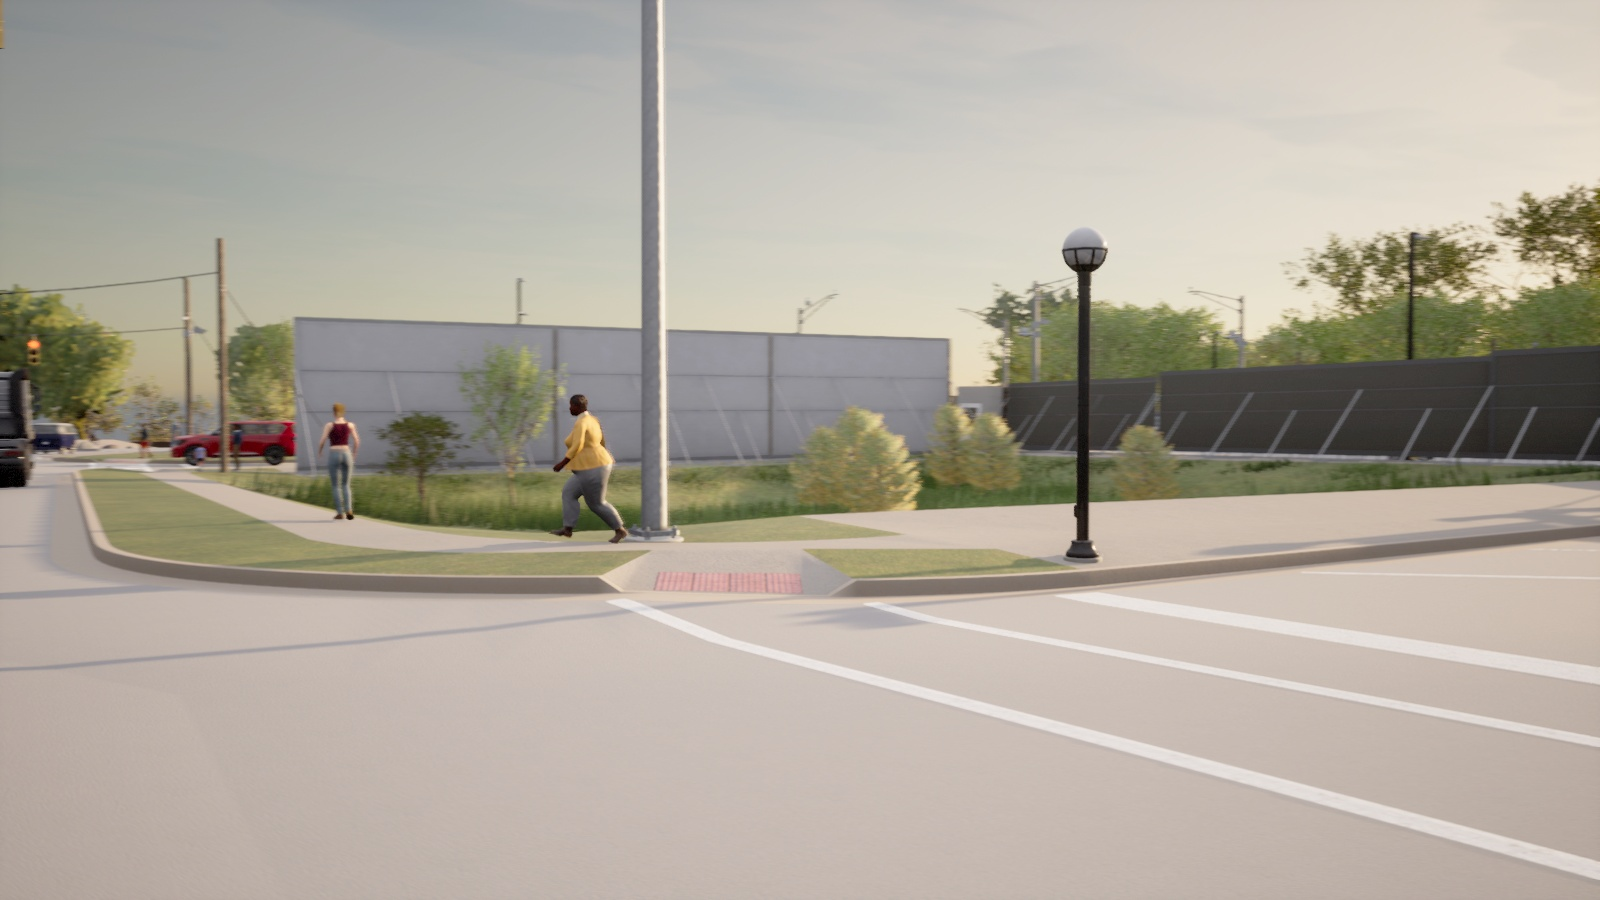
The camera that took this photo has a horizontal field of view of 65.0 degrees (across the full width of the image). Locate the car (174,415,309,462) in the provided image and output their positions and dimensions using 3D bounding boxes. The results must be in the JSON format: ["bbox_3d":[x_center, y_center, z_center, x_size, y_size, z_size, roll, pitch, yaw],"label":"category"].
[{"bbox_3d":[-25.609,-0.526,57.734,5.566,2.045,2.150,0,2,-24],"label":"car"}]

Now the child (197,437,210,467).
[{"bbox_3d":[-21.862,0.071,46.047,0.255,1.110,0.394,0,2,2],"label":"child"}]

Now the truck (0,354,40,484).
[{"bbox_3d":[-23.868,-0.899,36.490,2.891,3.462,7.936,-1,2,-30],"label":"truck"}]

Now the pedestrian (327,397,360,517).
[{"bbox_3d":[-7.103,0.097,19.519,0.345,1.836,0.594,-1,2,-33],"label":"pedestrian"}]

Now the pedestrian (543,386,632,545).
[{"bbox_3d":[-2.558,0.166,15.190,0.900,1.855,0.874,0,2,2],"label":"pedestrian"}]

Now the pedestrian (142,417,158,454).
[{"bbox_3d":[-32.428,-0.740,62.625,0.353,1.847,0.614,1,2,16],"label":"pedestrian"}]

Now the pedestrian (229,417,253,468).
[{"bbox_3d":[-21.664,-0.289,48.629,0.788,1.949,0.423,-1,2,-31],"label":"pedestrian"}]

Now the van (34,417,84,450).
[{"bbox_3d":[-46.743,-1.067,79.294,1.775,1.987,4.442,0,1,-18],"label":"van"}]
